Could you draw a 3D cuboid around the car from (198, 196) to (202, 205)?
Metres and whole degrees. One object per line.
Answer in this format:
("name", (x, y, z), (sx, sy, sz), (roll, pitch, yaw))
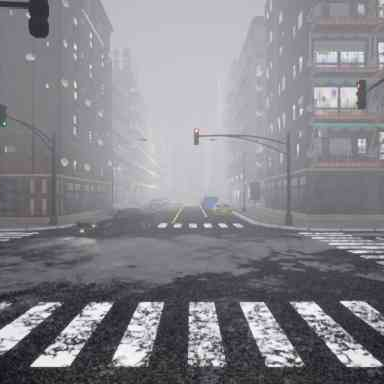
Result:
("car", (2.510, 1.347, 49.688), (2.192, 1.841, 5.009), (1, 0, 0))

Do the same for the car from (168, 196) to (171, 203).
("car", (-5.388, 1.627, 60.934), (1.802, 1.307, 4.206), (1, 0, 0))

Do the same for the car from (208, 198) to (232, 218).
("car", (2.663, 1.537, 30.201), (1.752, 1.417, 4.829), (1, 0, 0))

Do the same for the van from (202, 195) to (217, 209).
("van", (2.550, 1.366, 44.034), (1.690, 1.788, 3.998), (1, 0, 0))

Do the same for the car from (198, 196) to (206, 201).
("car", (2.462, 1.627, 83.624), (1.887, 1.381, 4.507), (1, 0, 0))

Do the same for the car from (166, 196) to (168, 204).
("car", (-5.380, 1.563, 55.106), (1.752, 1.417, 4.829), (1, 0, 0))

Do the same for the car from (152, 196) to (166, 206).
("car", (-5.373, 1.613, 49.618), (1.802, 1.307, 4.206), (1, 0, 0))

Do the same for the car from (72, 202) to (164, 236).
("car", (-4.158, 1.556, 18.971), (2.033, 1.411, 5.357), (0, 0, 31))

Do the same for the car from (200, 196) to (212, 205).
("car", (2.493, 1.485, 61.000), (1.967, 1.590, 4.097), (1, 0, 0))

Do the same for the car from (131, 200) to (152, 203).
("car", (-5.479, 1.565, 32.645), (2.008, 1.369, 4.403), (1, 0, 0))

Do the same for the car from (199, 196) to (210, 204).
("car", (2.485, 1.604, 66.656), (2.008, 1.369, 4.403), (1, 0, 0))
